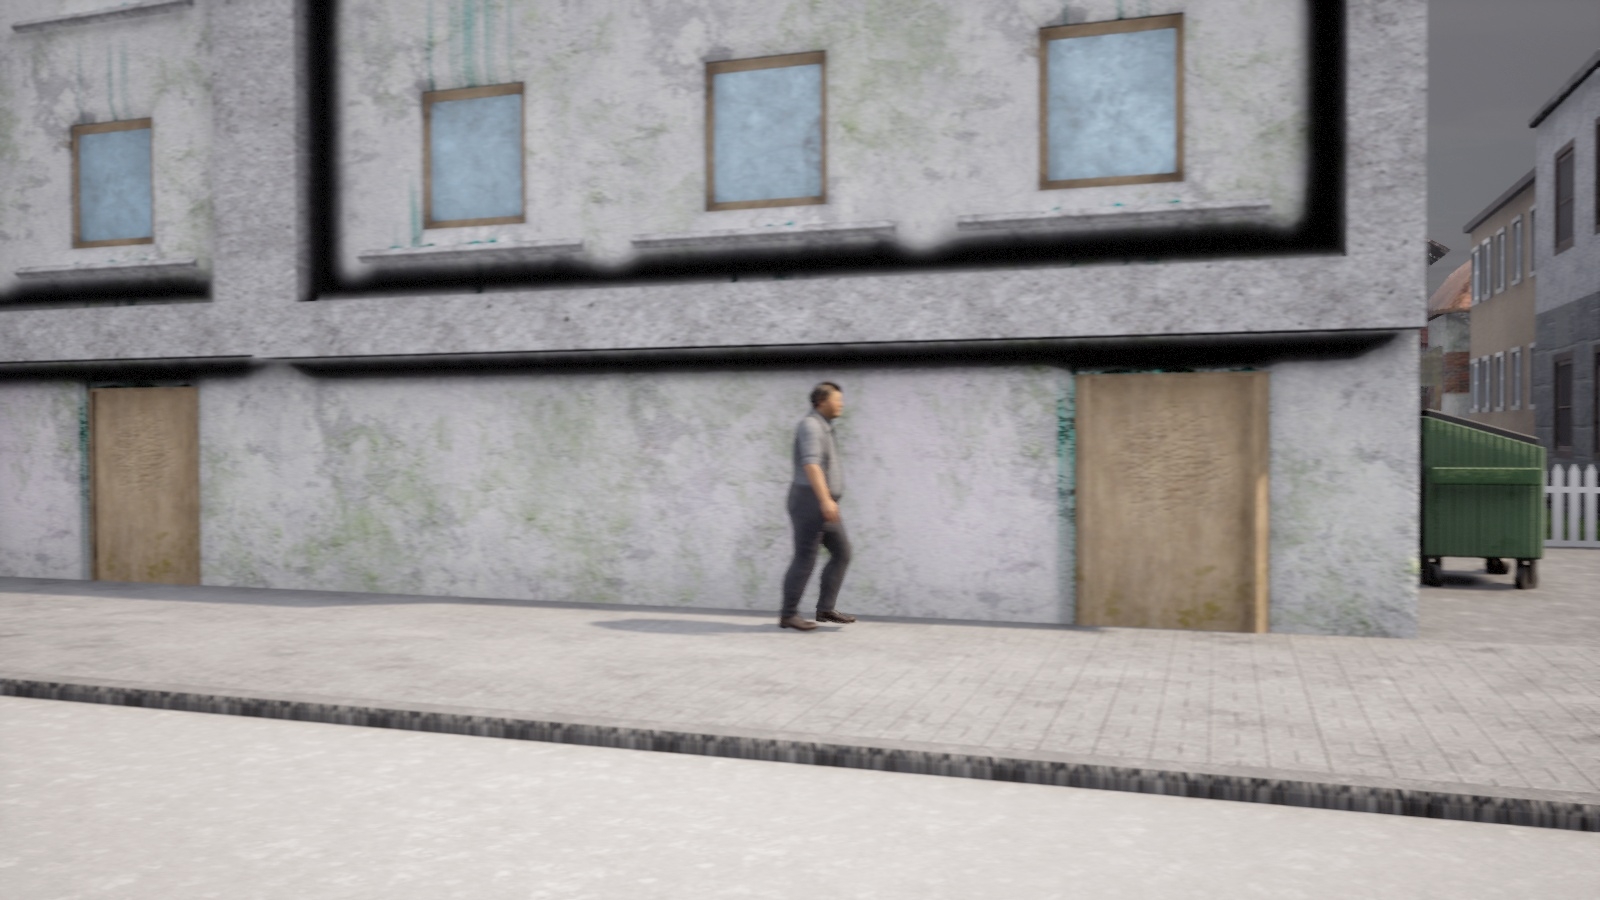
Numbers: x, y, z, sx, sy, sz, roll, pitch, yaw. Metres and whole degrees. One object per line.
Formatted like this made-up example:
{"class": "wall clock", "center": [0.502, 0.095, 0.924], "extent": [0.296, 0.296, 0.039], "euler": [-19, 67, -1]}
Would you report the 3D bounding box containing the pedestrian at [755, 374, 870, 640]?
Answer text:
{"class": "pedestrian", "center": [0.095, 0.391, 9.086], "extent": [0.694, 1.848, 0.540], "euler": [1, 1, 18]}
